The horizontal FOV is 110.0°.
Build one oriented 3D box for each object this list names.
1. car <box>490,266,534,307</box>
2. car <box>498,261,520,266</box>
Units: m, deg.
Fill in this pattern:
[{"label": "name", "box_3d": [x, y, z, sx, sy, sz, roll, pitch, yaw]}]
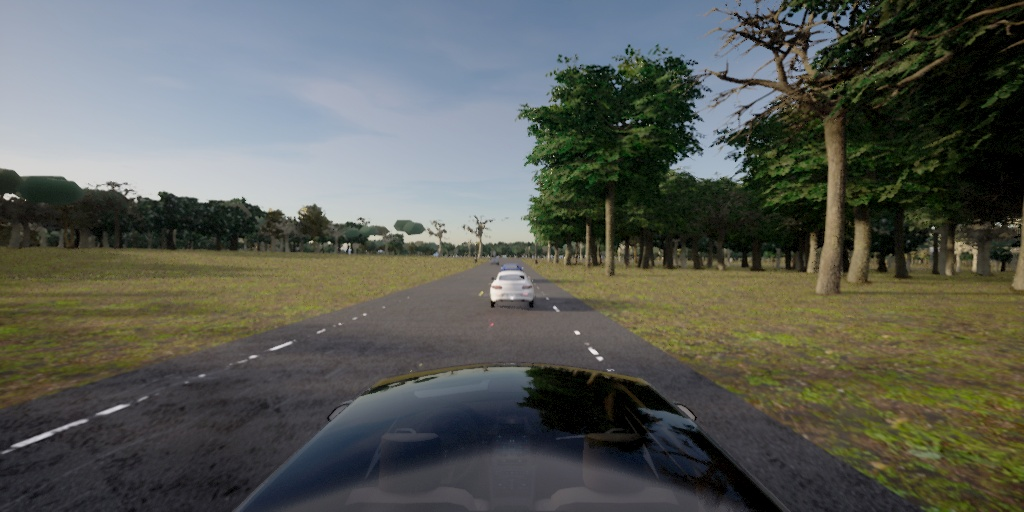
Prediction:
[{"label": "car", "box_3d": [0.005, 1.386, 16.211, 1.812, 1.442, 4.674, 0, 0, 0]}, {"label": "car", "box_3d": [0.006, 1.400, 31.302, 1.882, 1.535, 5.008, 0, 0, 0]}]
